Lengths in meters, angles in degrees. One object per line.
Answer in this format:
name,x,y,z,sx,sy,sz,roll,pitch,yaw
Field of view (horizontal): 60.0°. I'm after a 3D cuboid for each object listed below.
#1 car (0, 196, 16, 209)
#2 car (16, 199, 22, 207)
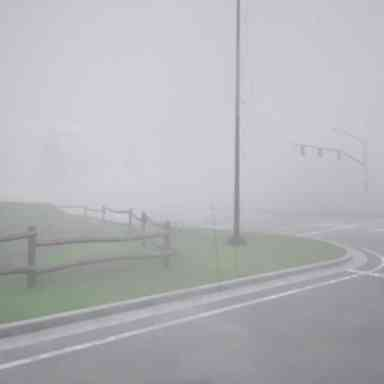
car,-27.202,1.387,45.271,4.553,1.767,2.097,0,0,1
car,-27.685,1.527,48.746,5.008,1.535,1.882,0,0,0
